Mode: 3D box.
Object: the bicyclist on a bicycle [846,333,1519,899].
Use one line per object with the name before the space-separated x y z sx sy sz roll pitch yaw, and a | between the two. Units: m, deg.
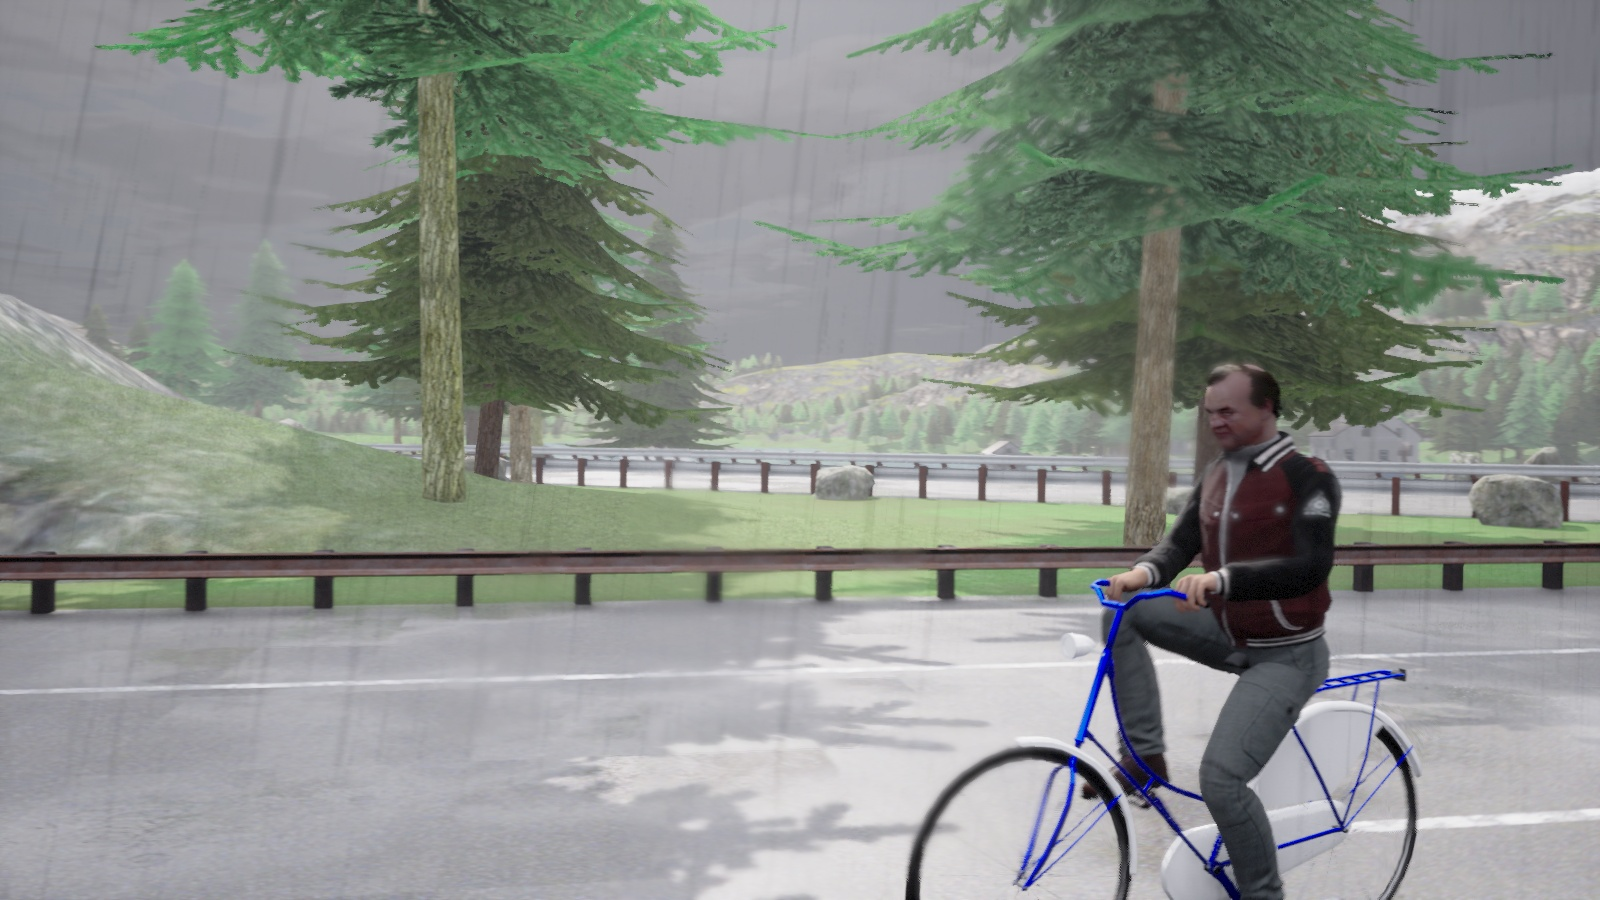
bicyclist on a bicycle | 1.112 0.606 3.581 1.843 1.776 0.659 -1 0 -24
